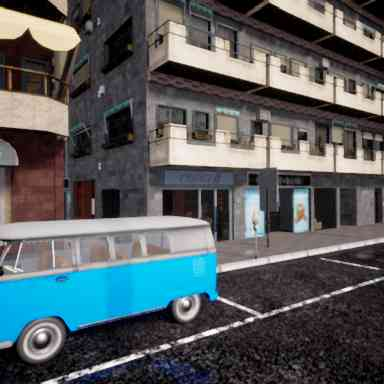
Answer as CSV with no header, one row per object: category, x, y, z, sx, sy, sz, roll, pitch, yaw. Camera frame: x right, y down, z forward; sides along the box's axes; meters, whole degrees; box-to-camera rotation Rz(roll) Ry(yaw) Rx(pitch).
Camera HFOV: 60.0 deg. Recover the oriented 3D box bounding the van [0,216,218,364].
van,-1.440,1.340,5.545,3.998,1.788,1.690,0,0,-36
